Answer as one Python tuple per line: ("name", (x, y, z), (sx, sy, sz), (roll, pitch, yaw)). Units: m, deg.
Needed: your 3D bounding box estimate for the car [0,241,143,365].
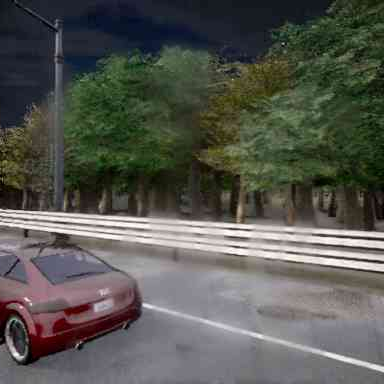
("car", (-2.877, 1.596, 5.948), (4.181, 1.385, 1.994), (0, 0, 36))
